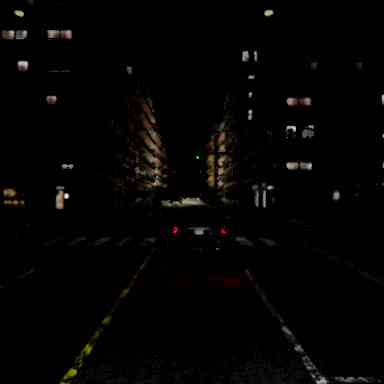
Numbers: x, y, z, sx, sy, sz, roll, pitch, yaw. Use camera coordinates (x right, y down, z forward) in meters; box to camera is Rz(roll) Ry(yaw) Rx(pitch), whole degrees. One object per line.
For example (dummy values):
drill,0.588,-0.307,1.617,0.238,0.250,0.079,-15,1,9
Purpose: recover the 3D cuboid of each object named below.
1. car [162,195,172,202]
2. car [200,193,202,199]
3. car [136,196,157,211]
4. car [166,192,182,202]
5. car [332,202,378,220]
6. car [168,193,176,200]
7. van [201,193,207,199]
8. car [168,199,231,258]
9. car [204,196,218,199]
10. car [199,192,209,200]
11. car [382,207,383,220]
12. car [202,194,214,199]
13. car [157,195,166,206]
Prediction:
car,-5.444,1.335,73.355,1.887,1.381,4.507,1,0,0
car,2.918,1.330,67.856,1.752,1.417,4.829,1,0,0
car,-5.551,1.411,39.329,1.752,1.417,4.829,1,0,0
car,-2.866,1.051,58.601,2.150,2.045,5.566,0,0,1
car,13.730,1.516,27.624,4.097,1.590,1.967,0,-1,1
car,-5.390,1.186,90.283,1.967,1.590,4.097,1,0,0
van,2.885,1.178,56.400,1.690,1.788,3.998,1,0,0
car,0.425,1.313,12.848,2.097,1.767,4.553,0,0,5
car,2.828,1.450,39.474,1.947,1.339,4.313,1,0,0
car,2.975,1.075,84.613,2.192,1.841,5.009,1,0,0
car,13.599,1.518,19.243,4.313,1.339,1.947,0,-1,1
car,2.846,1.419,45.116,2.008,1.369,4.403,1,0,0
car,-5.515,1.293,50.785,1.967,1.590,4.097,1,0,0
